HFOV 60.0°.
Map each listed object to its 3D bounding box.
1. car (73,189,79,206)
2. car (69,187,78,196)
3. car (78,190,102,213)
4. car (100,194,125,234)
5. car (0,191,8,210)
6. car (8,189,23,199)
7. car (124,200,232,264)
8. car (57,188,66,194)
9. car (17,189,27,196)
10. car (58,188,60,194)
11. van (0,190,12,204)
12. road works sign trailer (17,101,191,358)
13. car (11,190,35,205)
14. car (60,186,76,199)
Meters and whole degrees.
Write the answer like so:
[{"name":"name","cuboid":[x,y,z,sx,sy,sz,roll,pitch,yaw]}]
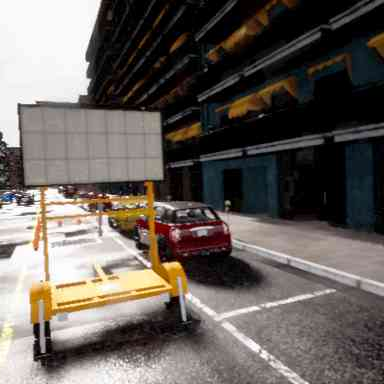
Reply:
[{"name":"car","cuboid":[-9.642,0.656,30.885,1.887,1.381,4.507,-4,3,-24]},{"name":"car","cuboid":[-11.992,0.520,36.217,1.752,1.417,4.829,-4,3,-24]},{"name":"car","cuboid":[-7.360,0.771,25.701,1.887,1.381,4.507,-4,3,-24]},{"name":"car","cuboid":[-2.866,0.980,15.494,1.752,1.417,4.829,-4,3,-24]},{"name":"car","cuboid":[-19.525,1.000,32.565,1.752,1.417,4.829,-4,3,-24]},{"name":"car","cuboid":[-31.001,0.379,58.622,1.967,1.590,4.097,-4,3,-24]},{"name":"car","cuboid":[-0.520,1.013,10.153,1.967,1.590,4.097,-4,3,-24]},{"name":"car","cuboid":[-32.445,-0.372,82.690,1.947,1.339,4.313,-4,3,-24]},{"name":"car","cuboid":[-37.770,0.162,74.014,1.752,1.417,4.829,-4,3,-24]},{"name":"car","cuboid":[-23.325,0.016,61.967,2.008,1.369,4.403,-4,3,-24]},{"name":"van","cuboid":[-24.164,0.595,43.074,1.690,1.788,3.998,-4,3,-24]},{"name":"road works sign trailer","cuboid":[-1.662,0.261,5.947,2.380,3.560,2.880,-4,3,-24]},{"name":"car","cuboid":[-19.703,0.693,39.497,2.128,1.511,4.902,-4,2,-23]},{"name":"car","cuboid":[-18.775,-0.010,51.595,2.192,1.841,5.009,-4,3,-24]}]
